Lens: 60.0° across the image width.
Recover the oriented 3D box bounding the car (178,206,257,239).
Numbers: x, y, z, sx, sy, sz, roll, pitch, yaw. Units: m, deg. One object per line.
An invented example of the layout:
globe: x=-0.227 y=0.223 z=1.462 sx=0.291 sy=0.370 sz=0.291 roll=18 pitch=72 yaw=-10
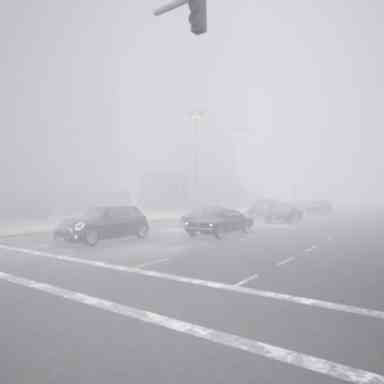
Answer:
car: x=1.551 y=1.674 z=18.110 sx=1.895 sy=1.301 sz=4.718 roll=-1 pitch=0 yaw=35

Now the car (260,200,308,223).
car: x=7.403 y=1.600 z=26.412 sx=1.812 sy=1.442 sz=4.674 roll=-1 pitch=0 yaw=35

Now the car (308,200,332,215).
car: x=13.230 y=1.578 z=34.677 sx=1.837 sy=1.490 sz=4.892 roll=-1 pitch=0 yaw=36

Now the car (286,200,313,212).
car: x=13.155 y=1.665 z=40.613 sx=1.994 sy=1.385 sz=4.181 roll=-1 pitch=0 yaw=36

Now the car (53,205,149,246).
car: x=-4.264 y=1.454 z=16.082 sx=2.097 sy=1.767 sz=4.553 roll=-1 pitch=0 yaw=37

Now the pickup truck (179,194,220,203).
pickup truck: x=0.838 y=1.266 z=45.812 sx=6.274 sy=2.098 sz=2.390 roll=0 pitch=0 yaw=-24

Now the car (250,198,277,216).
car: x=6.980 y=1.454 z=31.903 sx=2.097 sy=1.767 sz=4.553 roll=-1 pitch=0 yaw=35

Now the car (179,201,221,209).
car: x=1.258 y=1.649 z=23.779 sx=2.033 sy=1.411 sz=5.357 roll=-1 pitch=0 yaw=35
